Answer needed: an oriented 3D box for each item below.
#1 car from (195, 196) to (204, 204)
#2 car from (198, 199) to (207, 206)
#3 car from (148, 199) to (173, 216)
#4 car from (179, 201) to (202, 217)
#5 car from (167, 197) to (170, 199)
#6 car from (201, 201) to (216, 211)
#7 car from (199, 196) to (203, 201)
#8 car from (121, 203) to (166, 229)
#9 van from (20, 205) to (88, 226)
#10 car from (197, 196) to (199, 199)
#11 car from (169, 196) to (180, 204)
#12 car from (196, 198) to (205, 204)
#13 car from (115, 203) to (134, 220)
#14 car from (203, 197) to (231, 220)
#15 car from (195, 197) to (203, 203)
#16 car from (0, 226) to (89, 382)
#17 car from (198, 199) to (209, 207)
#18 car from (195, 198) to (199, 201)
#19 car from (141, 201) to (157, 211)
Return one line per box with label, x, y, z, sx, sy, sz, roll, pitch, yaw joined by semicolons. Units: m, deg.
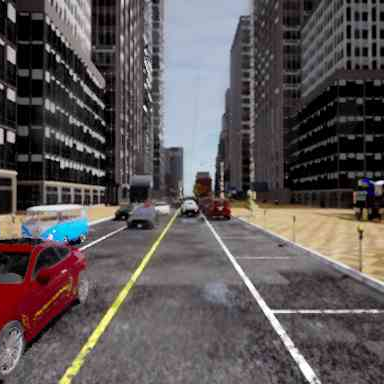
car;1.966;2.072;86.449;2.192;1.841;5.009;0;0;0
car;2.106;2.140;70.001;1.752;1.417;4.829;0;0;0
car;-3.404;1.853;36.619;1.812;1.442;4.674;0;-1;0
car;-0.190;1.913;35.078;1.895;1.301;4.718;0;-1;0
car;-6.273;2.200;69.759;1.802;1.307;4.206;0;-1;0
car;2.296;1.986;47.675;1.947;1.339;4.313;0;-1;0
car;2.344;1.687;42.139;2.192;1.841;5.009;0;-1;0
car;-3.269;1.759;23.438;2.033;1.411;5.357;0;-1;0
van;-5.799;1.474;14.371;1.690;1.788;3.998;0;-1;0
car;2.250;1.784;53.216;2.192;1.841;5.009;0;-1;0
car;-3.635;2.106;75.363;1.812;1.442;4.674;0;0;0
car;2.013;2.275;80.908;1.947;1.339;4.313;0;0;0
car;-5.942;1.845;30.986;1.947;1.339;4.313;0;-1;0
car;2.439;1.590;31.060;2.192;1.841;5.009;0;-1;0
car;1.918;2.245;91.987;1.967;1.590;4.097;0;0;0
car;-3.135;1.579;5.628;1.812;1.442;4.674;0;0;-1
car;2.155;2.116;64.292;2.008;1.369;4.403;0;-1;0
car;-0.278;1.926;45.196;1.812;1.442;4.674;0;0;0
car;-6.084;2.007;47.603;1.802;1.307;4.206;0;-1;0
